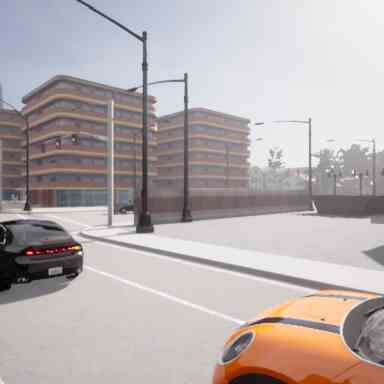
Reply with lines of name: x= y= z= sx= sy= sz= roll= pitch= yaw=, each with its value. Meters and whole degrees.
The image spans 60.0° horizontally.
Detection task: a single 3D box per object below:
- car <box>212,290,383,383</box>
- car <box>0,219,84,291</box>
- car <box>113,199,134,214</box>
car: x=2.330 y=1.352 z=2.293 sx=4.553 sy=1.767 sz=2.097 roll=0 pitch=0 yaw=40
car: x=-4.696 y=1.509 z=9.148 sx=1.837 sy=1.490 sz=4.892 roll=0 pitch=0 yaw=-43
car: x=-6.353 y=1.503 z=34.956 sx=4.902 sy=1.511 sz=2.128 roll=0 pitch=0 yaw=-44
